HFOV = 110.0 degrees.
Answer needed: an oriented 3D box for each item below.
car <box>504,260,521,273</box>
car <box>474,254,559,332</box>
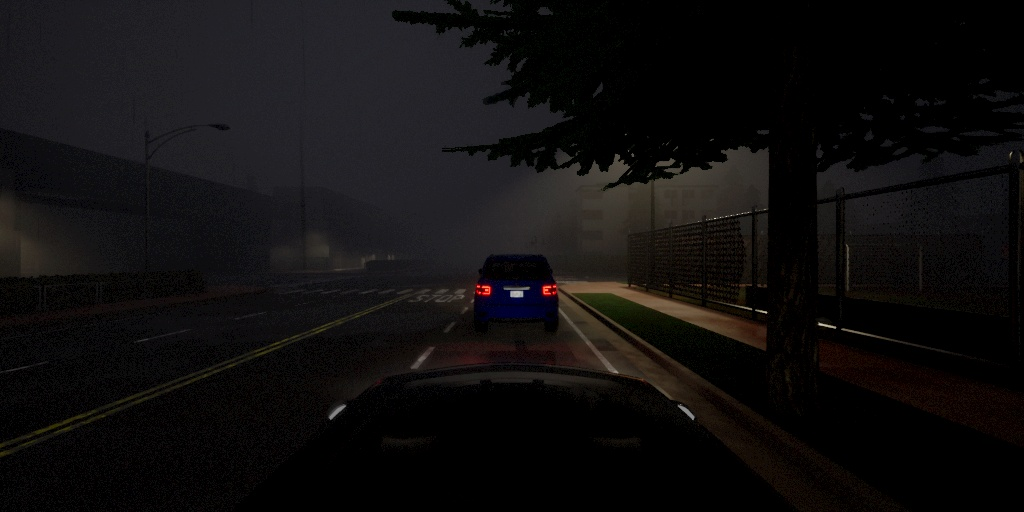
[{"bbox_3d":[0.023,1.241,45.798,2.128,1.511,4.902,0,0,0],"label":"car"},{"bbox_3d":[0.115,0.972,10.977,2.150,2.045,5.566,0,0,0],"label":"car"}]
